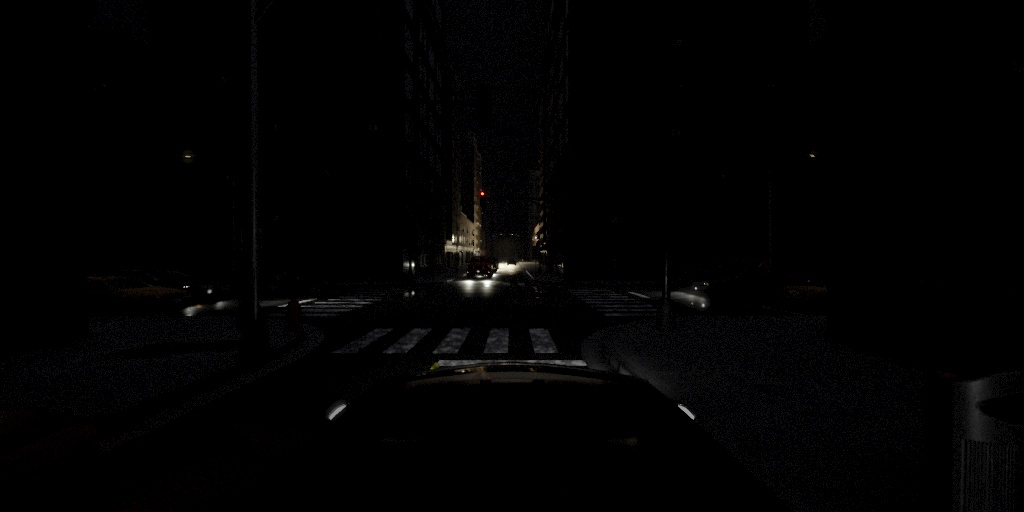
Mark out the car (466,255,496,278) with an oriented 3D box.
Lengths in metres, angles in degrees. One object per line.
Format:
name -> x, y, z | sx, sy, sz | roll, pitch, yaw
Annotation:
car -> -2.906, 0.963, 33.514 | 2.150, 2.045, 5.566 | 0, 0, 0

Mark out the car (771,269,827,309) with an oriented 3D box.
car -> 12.482, 1.280, 12.920 | 4.829, 1.417, 1.751 | 0, 0, 0

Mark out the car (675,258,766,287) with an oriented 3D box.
car -> 12.317, 1.031, 20.945 | 5.009, 1.841, 2.192 | 0, 0, 0

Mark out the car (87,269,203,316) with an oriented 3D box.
car -> -14.402, 1.305, 12.908 | 4.829, 1.417, 1.751 | 0, 0, 0

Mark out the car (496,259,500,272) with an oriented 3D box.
car -> -2.922, 0.956, 43.903 | 2.150, 2.045, 5.566 | 0, 0, 0

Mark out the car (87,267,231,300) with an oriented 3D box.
car -> -15.480, 1.259, 15.433 | 4.902, 1.511, 2.128 | 0, 0, 0

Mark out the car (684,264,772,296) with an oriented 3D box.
car -> 12.137, 1.276, 18.369 | 5.357, 1.411, 2.033 | 0, 0, 3

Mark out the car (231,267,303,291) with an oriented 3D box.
car -> -14.566, 1.308, 20.933 | 4.313, 1.339, 1.948 | 0, 0, 0
